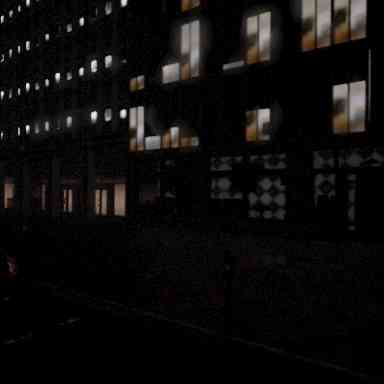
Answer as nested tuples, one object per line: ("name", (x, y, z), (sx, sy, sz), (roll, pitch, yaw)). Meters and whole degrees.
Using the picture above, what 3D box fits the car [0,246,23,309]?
("car", (-5.194, 1.436, 6.569), (4.097, 1.590, 1.967), (0, 1, 36))
